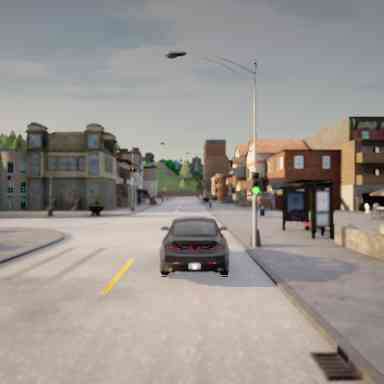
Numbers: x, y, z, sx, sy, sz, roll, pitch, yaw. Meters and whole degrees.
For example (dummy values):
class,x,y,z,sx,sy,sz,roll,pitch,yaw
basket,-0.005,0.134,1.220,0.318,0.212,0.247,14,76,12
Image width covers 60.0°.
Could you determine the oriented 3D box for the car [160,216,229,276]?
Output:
class,x,y,z,sx,sy,sz,roll,pitch,yaw
car,0.073,1.522,10.416,1.837,1.490,4.892,0,0,0
